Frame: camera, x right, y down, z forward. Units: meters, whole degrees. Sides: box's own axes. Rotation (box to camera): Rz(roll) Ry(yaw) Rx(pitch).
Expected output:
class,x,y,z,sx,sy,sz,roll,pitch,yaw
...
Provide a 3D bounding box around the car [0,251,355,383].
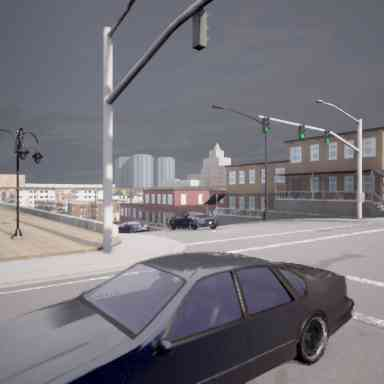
class,x,y,z,sx,sy,sz,roll,pitch,yaw
car,0.004,1.547,4.214,5.357,1.411,2.033,0,0,-38

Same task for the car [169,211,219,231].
class,x,y,z,sx,sy,sz,roll,pitch,yaw
car,0.042,2.054,24.162,1.994,1.385,4.181,0,-4,-36

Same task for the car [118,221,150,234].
class,x,y,z,sx,sy,sz,roll,pitch,yaw
car,-5.825,3.505,32.133,1.812,1.442,4.674,0,-12,-37
